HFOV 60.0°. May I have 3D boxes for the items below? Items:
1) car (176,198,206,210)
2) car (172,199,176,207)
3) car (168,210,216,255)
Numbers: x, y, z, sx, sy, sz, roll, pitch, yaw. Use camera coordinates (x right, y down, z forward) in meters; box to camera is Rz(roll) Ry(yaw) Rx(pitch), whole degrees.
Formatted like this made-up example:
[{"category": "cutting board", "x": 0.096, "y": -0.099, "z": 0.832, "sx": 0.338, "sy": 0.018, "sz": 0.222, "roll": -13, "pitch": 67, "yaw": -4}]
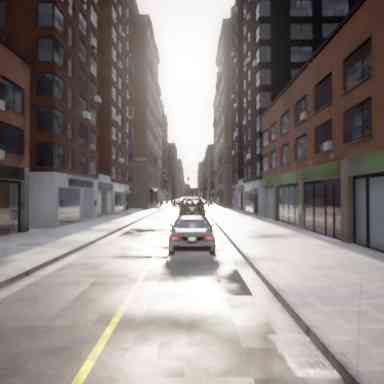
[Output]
[{"category": "car", "x": 0.004, "y": 1.505, "z": 29.021, "sx": 2.150, "sy": 2.045, "sz": 5.566, "roll": 0, "pitch": 0, "yaw": 0}, {"category": "car", "x": -2.786, "y": 2.122, "z": 63.709, "sx": 2.128, "sy": 1.511, "sz": 4.902, "roll": 0, "pitch": -1, "yaw": 1}, {"category": "car", "x": 0.003, "y": 1.686, "z": 13.986, "sx": 2.033, "sy": 1.411, "sz": 5.357, "roll": 0, "pitch": -1, "yaw": 0}]
